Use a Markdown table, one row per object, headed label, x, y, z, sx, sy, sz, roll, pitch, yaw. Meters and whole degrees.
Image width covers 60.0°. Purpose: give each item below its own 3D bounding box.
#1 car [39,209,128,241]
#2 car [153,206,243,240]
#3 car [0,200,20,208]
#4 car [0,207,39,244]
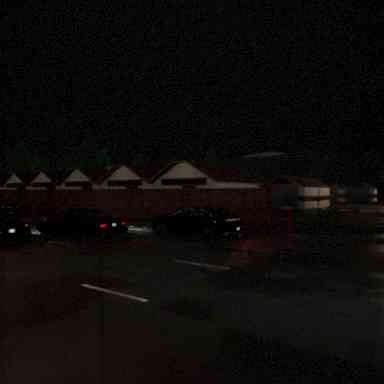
| label | x | y | z | sx | sy | sz | roll | pitch | yaw |
| --- | --- | --- | --- | --- | --- | --- | --- | --- | --- |
| car | -5.615 | 1.543 | 16.678 | 5.357 | 1.411 | 2.033 | 0 | 0 | 35 |
| car | 0.179 | 1.488 | 16.885 | 4.902 | 1.511 | 2.128 | 0 | 0 | 35 |
| car | -16.838 | 1.482 | 28.840 | 4.902 | 1.511 | 2.128 | 0 | 0 | 35 |
| car | -9.024 | 1.559 | 14.796 | 4.181 | 1.385 | 1.994 | 0 | 0 | 35 |
